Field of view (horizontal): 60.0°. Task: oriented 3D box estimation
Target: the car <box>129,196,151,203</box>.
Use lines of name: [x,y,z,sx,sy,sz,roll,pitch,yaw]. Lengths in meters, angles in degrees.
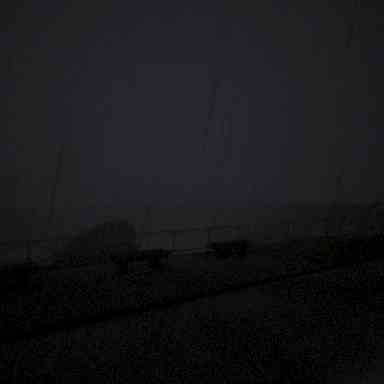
car: [-11.222,1.639,72.245,4.892,1.490,1.837,0,0,-36]
